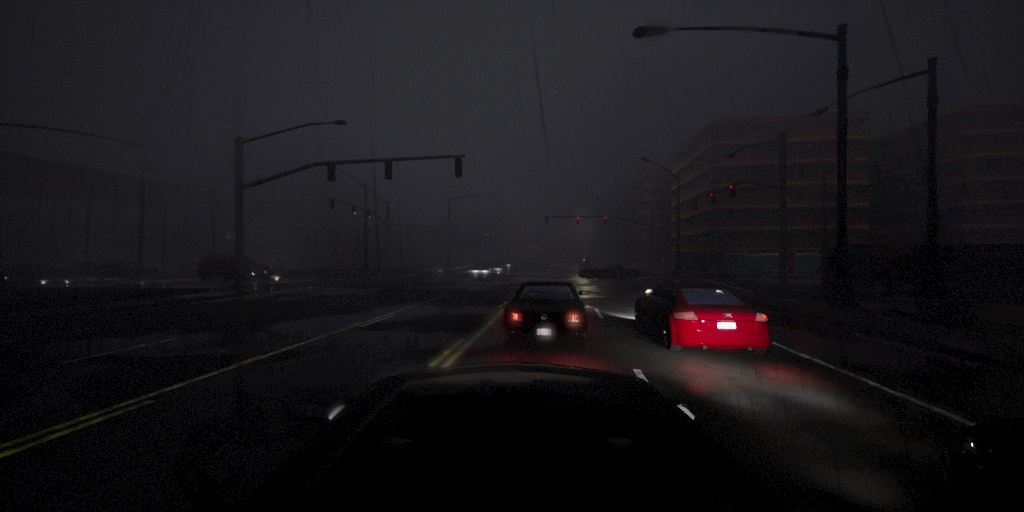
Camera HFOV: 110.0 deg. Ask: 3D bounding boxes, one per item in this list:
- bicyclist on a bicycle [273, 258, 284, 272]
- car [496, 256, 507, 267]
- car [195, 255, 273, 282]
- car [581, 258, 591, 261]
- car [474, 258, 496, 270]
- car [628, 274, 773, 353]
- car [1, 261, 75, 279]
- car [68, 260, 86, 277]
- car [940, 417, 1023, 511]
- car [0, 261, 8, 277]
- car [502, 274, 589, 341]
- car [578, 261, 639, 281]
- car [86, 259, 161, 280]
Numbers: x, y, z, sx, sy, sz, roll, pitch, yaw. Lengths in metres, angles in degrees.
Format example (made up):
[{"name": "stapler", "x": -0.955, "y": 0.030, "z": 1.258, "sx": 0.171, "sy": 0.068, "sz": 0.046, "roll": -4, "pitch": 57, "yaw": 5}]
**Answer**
[{"name": "bicyclist on a bicycle", "x": -26.397, "y": 1.053, "z": 40.606, "sx": 0.582, "sy": 1.620, "sz": 1.656, "roll": 0, "pitch": 0, "yaw": 7}, {"name": "car", "x": -2.499, "y": 1.064, "z": 58.569, "sx": 1.895, "sy": 1.301, "sz": 4.718, "roll": 0, "pitch": 1, "yaw": 8}, {"name": "car", "x": -22.499, "y": 0.971, "z": 29.093, "sx": 5.566, "sy": 2.045, "sz": 2.150, "roll": 0, "pitch": 0, "yaw": 7}, {"name": "car", "x": 11.401, "y": 1.030, "z": 55.568, "sx": 2.033, "sy": 1.411, "sz": 5.357, "roll": 0, "pitch": 1, "yaw": 8}, {"name": "car", "x": -3.851, "y": 1.176, "z": 48.715, "sx": 1.994, "sy": 1.385, "sz": 4.181, "roll": 0, "pitch": 1, "yaw": 8}, {"name": "car", "x": 4.405, "y": 1.314, "z": 8.921, "sx": 1.994, "sy": 1.385, "sz": 4.181, "roll": 0, "pitch": 0, "yaw": 7}, {"name": "car", "x": -41.836, "y": 1.351, "z": 31.600, "sx": 4.718, "sy": 1.301, "sz": 1.895, "roll": 0, "pitch": 0, "yaw": 12}, {"name": "car", "x": -42.336, "y": 1.275, "z": 35.412, "sx": 4.674, "sy": 1.442, "sz": 1.812, "roll": 0, "pitch": 0, "yaw": 11}, {"name": "car", "x": 3.640, "y": 1.242, "z": 0.209, "sx": 2.128, "sy": 1.511, "sz": 4.902, "roll": 0, "pitch": 0, "yaw": 1}, {"name": "car", "x": -51.148, "y": 1.276, "z": 35.282, "sx": 4.674, "sy": 1.442, "sz": 1.812, "roll": 0, "pitch": 0, "yaw": 35}, {"name": "car", "x": 1.002, "y": 1.351, "z": 9.923, "sx": 1.895, "sy": 1.301, "sz": 4.718, "roll": 0, "pitch": 0, "yaw": 8}, {"name": "car", "x": 7.774, "y": 1.319, "z": 29.322, "sx": 4.718, "sy": 1.301, "sz": 1.895, "roll": 0, "pitch": 0, "yaw": 7}, {"name": "car", "x": -32.430, "y": 1.228, "z": 30.270, "sx": 5.008, "sy": 1.535, "sz": 1.882, "roll": 0, "pitch": 0, "yaw": 7}]
